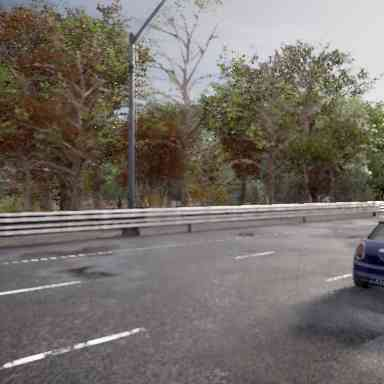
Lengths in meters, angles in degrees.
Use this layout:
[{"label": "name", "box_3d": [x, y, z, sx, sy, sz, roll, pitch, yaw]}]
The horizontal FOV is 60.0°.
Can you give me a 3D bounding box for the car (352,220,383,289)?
[{"label": "car", "box_3d": [5.864, 1.363, 8.051, 4.553, 1.767, 2.097, 0, 0, -38]}]
